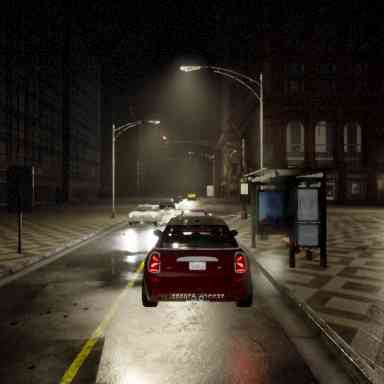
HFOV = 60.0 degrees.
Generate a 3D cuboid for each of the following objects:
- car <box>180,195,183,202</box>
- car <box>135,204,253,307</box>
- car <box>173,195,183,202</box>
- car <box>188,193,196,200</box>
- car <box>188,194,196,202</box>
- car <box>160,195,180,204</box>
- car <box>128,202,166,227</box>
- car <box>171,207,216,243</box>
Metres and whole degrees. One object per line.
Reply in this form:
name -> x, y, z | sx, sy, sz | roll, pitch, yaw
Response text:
car -> -3.112, 1.397, 57.647 | 2.128, 1.511, 4.902 | 0, 0, 0
car -> 0.096, 1.352, 8.126 | 2.097, 1.767, 4.553 | 0, 0, 0
car -> -3.038, 1.384, 72.780 | 2.128, 1.511, 4.902 | 0, 0, 0
car -> -0.045, 1.126, 84.335 | 1.882, 1.535, 5.008 | 0, 0, 0
car -> -0.040, 1.441, 74.360 | 1.895, 1.301, 4.718 | 0, 0, 0
car -> -3.122, 1.490, 44.347 | 2.033, 1.411, 5.357 | 0, 0, 0
car -> -3.114, 1.588, 22.956 | 1.895, 1.301, 4.718 | 0, 0, 0
car -> 0.087, 1.558, 16.769 | 1.994, 1.385, 4.181 | 0, 0, 1
